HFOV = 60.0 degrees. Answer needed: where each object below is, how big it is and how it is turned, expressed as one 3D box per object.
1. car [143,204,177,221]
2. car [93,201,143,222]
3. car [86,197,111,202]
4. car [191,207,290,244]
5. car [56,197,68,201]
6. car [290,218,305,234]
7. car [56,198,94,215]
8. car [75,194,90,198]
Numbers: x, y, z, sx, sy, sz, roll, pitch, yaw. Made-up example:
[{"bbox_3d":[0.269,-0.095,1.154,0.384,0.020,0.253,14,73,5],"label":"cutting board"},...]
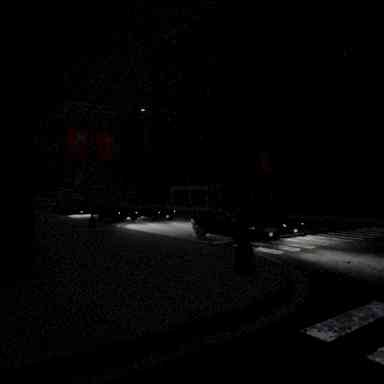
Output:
[{"bbox_3d":[-3.274,1.693,28.759,1.895,1.301,4.718,0,0,-36],"label":"car"},{"bbox_3d":[-6.132,1.688,27.174,1.895,1.301,4.718,0,0,-36],"label":"car"},{"bbox_3d":[-10.062,1.629,38.226,2.128,1.511,4.902,0,0,-36],"label":"car"},{"bbox_3d":[1.895,1.525,15.960,2.128,1.511,4.902,0,0,-35],"label":"car"},{"bbox_3d":[-25.181,1.745,65.148,2.128,1.511,4.902,0,0,-36],"label":"car"},{"bbox_3d":[3.721,1.593,19.032,2.033,1.411,5.357,0,0,-35],"label":"car"},{"bbox_3d":[-12.965,1.680,36.699,2.033,1.411,5.357,0,0,-35],"label":"car"},{"bbox_3d":[-21.898,1.475,66.151,2.150,2.045,5.566,0,0,-36],"label":"car"}]
